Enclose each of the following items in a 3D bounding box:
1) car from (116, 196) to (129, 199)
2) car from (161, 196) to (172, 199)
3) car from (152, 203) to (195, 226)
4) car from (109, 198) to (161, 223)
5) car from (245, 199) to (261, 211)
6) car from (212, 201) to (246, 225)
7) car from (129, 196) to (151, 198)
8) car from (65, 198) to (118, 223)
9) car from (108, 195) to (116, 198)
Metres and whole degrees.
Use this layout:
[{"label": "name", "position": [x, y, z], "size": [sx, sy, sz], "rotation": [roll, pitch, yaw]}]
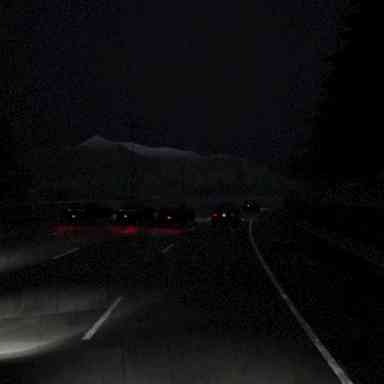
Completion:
[{"label": "car", "position": [-12.659, 1.561, 67.089], "size": [1.994, 1.385, 4.181], "rotation": [0, 0, 25]}, {"label": "car", "position": [-5.243, 1.543, 66.276], "size": [1.812, 1.442, 4.674], "rotation": [0, 0, 26]}, {"label": "car", "position": [-1.015, 1.487, 23.660], "size": [1.882, 1.535, 5.008], "rotation": [0, 0, 10]}, {"label": "car", "position": [-4.173, 1.495, 25.676], "size": [2.128, 1.511, 4.902], "rotation": [0, 0, 11]}, {"label": "car", "position": [7.389, 1.602, 41.676], "size": [1.994, 1.385, 4.181], "rotation": [0, 0, 19]}, {"label": "car", "position": [2.576, 1.565, 24.029], "size": [2.033, 1.411, 5.357], "rotation": [0, 0, 11]}, {"label": "car", "position": [-9.610, 1.488, 65.332], "size": [1.882, 1.535, 5.008], "rotation": [0, 0, 25]}, {"label": "car", "position": [-7.769, 1.487, 25.517], "size": [2.128, 1.511, 4.902], "rotation": [0, 0, 11]}, {"label": "car", "position": [-16.096, 1.498, 67.976], "size": [1.837, 1.490, 4.892], "rotation": [0, 0, 24]}]
